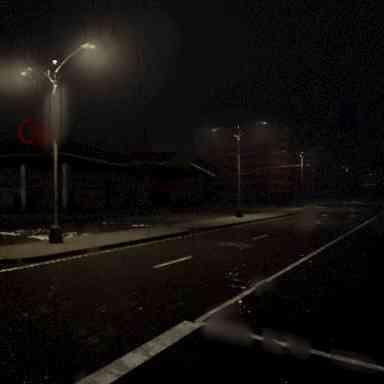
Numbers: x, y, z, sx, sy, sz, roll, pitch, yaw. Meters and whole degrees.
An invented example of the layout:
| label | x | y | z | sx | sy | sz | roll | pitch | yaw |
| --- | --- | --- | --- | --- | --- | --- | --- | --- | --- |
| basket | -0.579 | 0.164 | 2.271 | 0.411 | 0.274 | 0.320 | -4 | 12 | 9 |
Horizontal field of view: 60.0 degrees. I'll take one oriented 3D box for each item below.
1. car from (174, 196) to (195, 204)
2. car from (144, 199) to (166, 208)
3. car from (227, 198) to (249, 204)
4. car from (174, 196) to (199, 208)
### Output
| label | x | y | z | sx | sy | sz | roll | pitch | yaw |
| --- | --- | --- | --- | --- | --- | --- | --- | --- | --- |
| car | -1.819 | 1.877 | 80.586 | 4.553 | 1.767 | 2.097 | -1 | 0 | 33 |
| car | -6.031 | 1.848 | 54.108 | 1.970 | 1.475 | 3.806 | -1 | 0 | 35 |
| car | 9.979 | 1.965 | 72.834 | 4.718 | 1.301 | 1.895 | -1 | 0 | 33 |
| car | -0.854 | 1.625 | 51.507 | 2.242 | 1.667 | 4.611 | -1 | 0 | 35 |
